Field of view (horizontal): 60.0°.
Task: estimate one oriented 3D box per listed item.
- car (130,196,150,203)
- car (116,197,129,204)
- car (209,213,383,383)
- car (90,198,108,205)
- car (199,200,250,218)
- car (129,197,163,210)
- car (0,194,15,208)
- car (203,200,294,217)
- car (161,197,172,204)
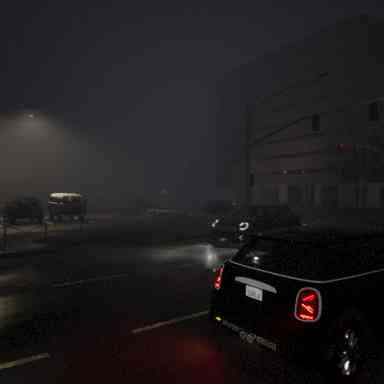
[{"bbox_3d":[-10.986,1.601,69.677,2.033,1.411,5.357,0,0,-35],"label":"car"},{"bbox_3d":[-14.023,1.619,67.943,1.994,1.385,4.181,0,0,-35],"label":"car"},{"bbox_3d":[2.554,1.352,5.625,4.553,1.767,2.097,0,0,-35],"label":"car"},{"bbox_3d":[-16.614,1.711,59.334,1.895,1.301,4.718,0,0,-35],"label":"car"},{"bbox_3d":[2.977,1.547,31.592,2.128,1.511,4.902,0,0,-35],"label":"car"},{"bbox_3d":[-6.242,1.656,44.571,1.895,1.301,4.718,0,0,-35],"label":"car"},{"bbox_3d":[-31.779,1.209,56.421,1.932,1.855,4.605,0,0,-35],"label":"car"},{"bbox_3d":[2.965,1.352,15.035,4.553,1.767,2.097,0,0,-41],"label":"car"},{"bbox_3d":[-5.472,1.581,61.948,1.812,1.442,4.674,0,0,-35],"label":"car"}]
